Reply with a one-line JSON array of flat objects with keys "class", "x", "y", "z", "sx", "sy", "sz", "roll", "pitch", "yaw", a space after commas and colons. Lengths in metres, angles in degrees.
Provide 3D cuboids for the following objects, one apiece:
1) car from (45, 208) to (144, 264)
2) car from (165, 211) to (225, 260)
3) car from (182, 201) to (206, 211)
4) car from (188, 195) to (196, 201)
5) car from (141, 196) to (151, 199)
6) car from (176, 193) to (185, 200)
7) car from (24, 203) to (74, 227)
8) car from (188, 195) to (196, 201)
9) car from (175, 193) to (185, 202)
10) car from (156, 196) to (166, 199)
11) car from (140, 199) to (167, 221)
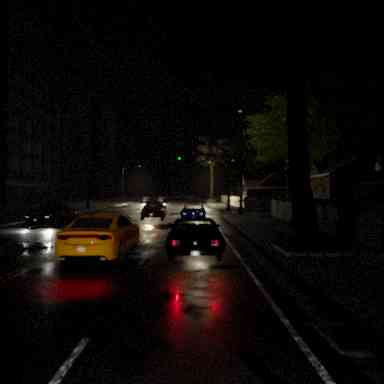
[{"class": "car", "x": -3.144, "y": 1.486, "z": 11.924, "sx": 1.882, "sy": 1.535, "sz": 5.008, "roll": 0, "pitch": 0, "yaw": 0}, {"class": "car", "x": 0.106, "y": 1.609, "z": 12.510, "sx": 1.895, "sy": 1.301, "sz": 4.718, "roll": 0, "pitch": 0, "yaw": 0}, {"class": "car", "x": 0.177, "y": 1.624, "z": 26.424, "sx": 1.895, "sy": 1.301, "sz": 4.718, "roll": 0, "pitch": 0, "yaw": 2}, {"class": "car", "x": 0.052, "y": 1.540, "z": 91.359, "sx": 2.128, "sy": 1.511, "sz": 4.902, "roll": 0, "pitch": 0, "yaw": 0}, {"class": "car", "x": -9.710, "y": 1.643, "z": 70.470, "sx": 2.128, "sy": 1.511, "sz": 4.902, "roll": 0, "pitch": 0, "yaw": 0}, {"class": "car", "x": -3.198, "y": 1.241, "z": 91.392, "sx": 2.150, "sy": 2.045, "sz": 5.566, "roll": 0, "pitch": 0, "yaw": 0}, {"class": "car", "x": -9.786, "y": 1.526, "z": 23.205, "sx": 1.837, "sy": 1.490, "sz": 4.892, "roll": 0, "pitch": -1, "yaw": 0}, {"class": "car", "x": 0.046, "y": 1.680, "z": 80.939, "sx": 2.033, "sy": 1.411, "sz": 5.357, "roll": 0, "pitch": 0, "yaw": 0}, {"class": "car", "x": -3.204, "y": 1.666, "z": 81.357, "sx": 1.812, "sy": 1.442, "sz": 4.674, "roll": 0, "pitch": 0, "yaw": 0}, {"class": "car", "x": -6.460, "y": 1.643, "z": 70.467, "sx": 2.128, "sy": 1.511, "sz": 4.902, "roll": 0, "pitch": 0, "yaw": 0}, {"class": "car", "x": -3.132, "y": 1.550, "z": 27.733, "sx": 1.812, "sy": 1.442, "sz": 4.674, "roll": 0, "pitch": 0, "yaw": 0}]
